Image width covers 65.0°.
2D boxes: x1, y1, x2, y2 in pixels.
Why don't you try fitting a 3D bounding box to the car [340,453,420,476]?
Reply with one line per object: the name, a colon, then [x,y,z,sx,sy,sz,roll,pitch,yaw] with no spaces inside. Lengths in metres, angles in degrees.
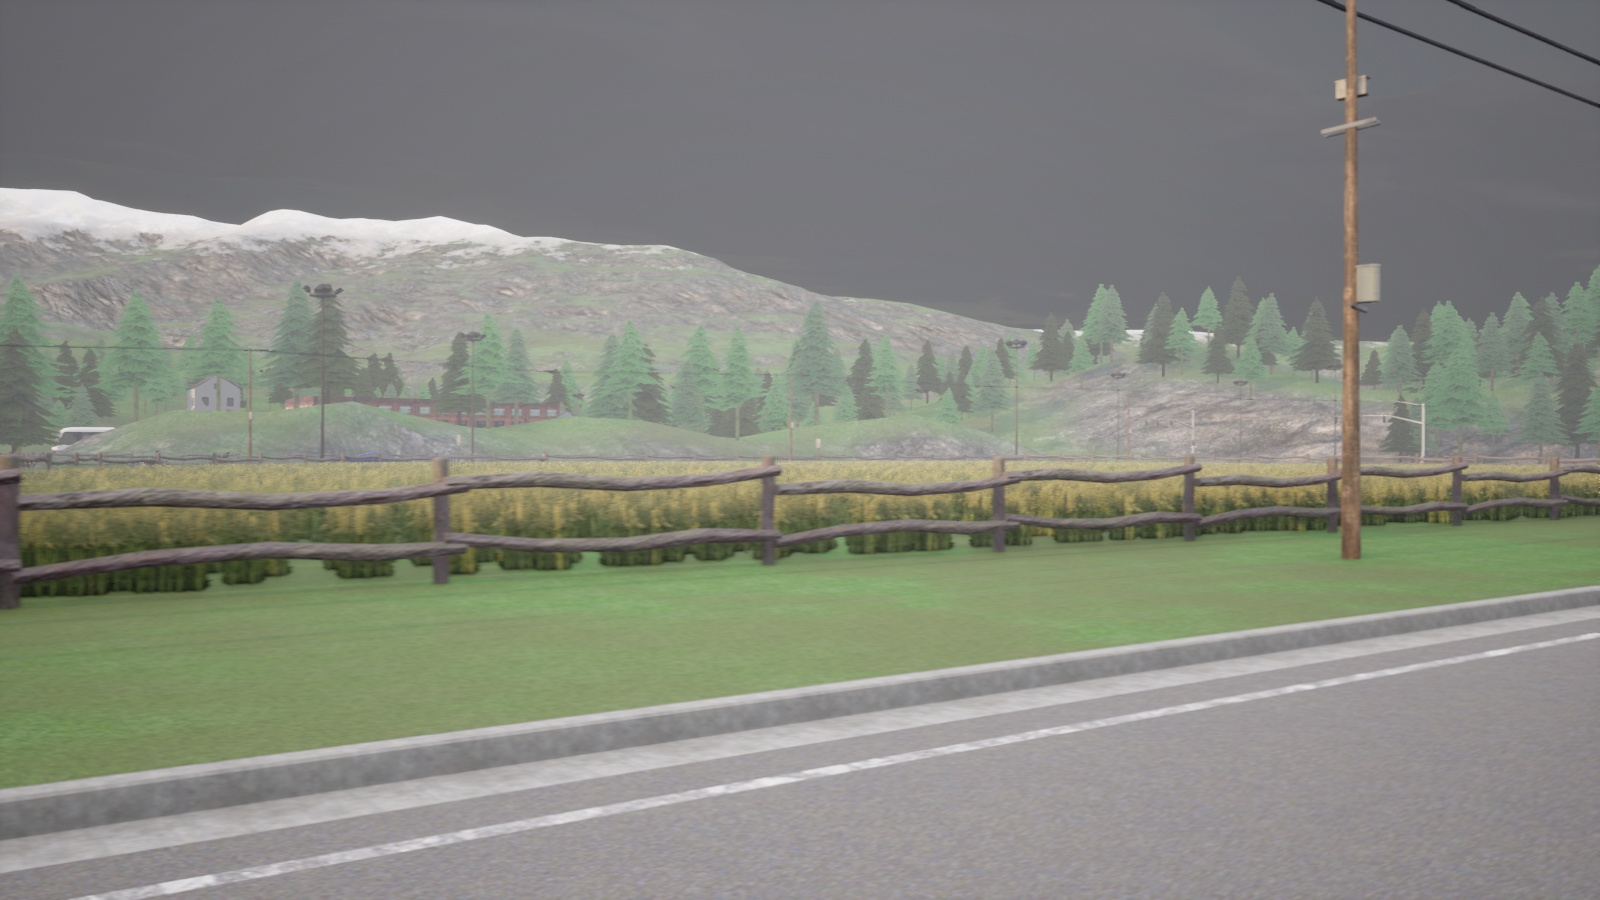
car: [-29.376,1.000,87.936,5.008,1.535,1.882,0,0,-35]
